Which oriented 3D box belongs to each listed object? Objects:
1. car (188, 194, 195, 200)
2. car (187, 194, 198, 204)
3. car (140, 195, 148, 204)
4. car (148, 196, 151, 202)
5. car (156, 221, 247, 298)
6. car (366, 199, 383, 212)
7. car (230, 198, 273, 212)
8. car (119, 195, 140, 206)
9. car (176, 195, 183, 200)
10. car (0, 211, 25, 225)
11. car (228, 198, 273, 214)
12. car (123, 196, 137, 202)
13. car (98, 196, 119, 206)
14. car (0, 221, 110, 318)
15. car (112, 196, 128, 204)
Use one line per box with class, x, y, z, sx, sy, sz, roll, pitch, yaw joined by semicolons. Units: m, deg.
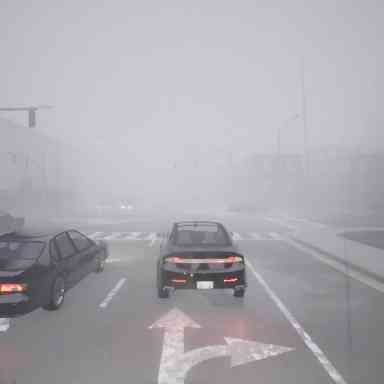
car;-0.011;1.478;92.774;1.882;1.535;5.008;0;0;0
car;0.094;1.352;63.537;2.097;1.767;4.553;0;0;0
car;-10.542;1.352;65.060;2.097;1.767;4.553;0;0;0
car;-10.509;1.525;75.248;2.128;1.511;4.902;0;0;0
car;0.114;1.492;8.517;2.128;1.511;4.902;0;0;-3
car;22.941;1.490;38.776;4.902;1.511;2.128;0;0;0
car;7.015;1.505;39.340;4.892;1.490;1.837;0;1;8
car;-10.582;1.491;56.094;2.128;1.511;4.902;0;0;0
car;-3.511;1.524;92.665;1.812;1.442;4.674;0;0;0
car;-10.420;1.601;16.464;1.895;1.301;4.718;0;0;3
car;5.905;1.564;34.860;4.181;1.385;1.994;0;0;-6
car;-14.009;1.540;75.583;2.033;1.411;5.357;0;0;0
car;-14.084;1.601;55.291;1.895;1.301;4.718;0;0;0
car;-3.432;1.547;7.712;2.033;1.411;5.357;0;0;0
car;-14.035;1.547;64.962;2.033;1.411;5.357;0;0;0
